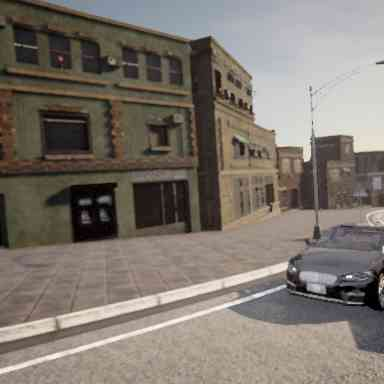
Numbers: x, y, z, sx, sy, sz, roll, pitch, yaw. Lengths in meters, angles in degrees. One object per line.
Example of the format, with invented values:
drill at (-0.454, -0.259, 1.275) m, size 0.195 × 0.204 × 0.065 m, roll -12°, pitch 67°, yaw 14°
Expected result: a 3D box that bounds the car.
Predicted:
car at (4.089, 1.536, 8.057) m, size 4.902 × 1.511 × 2.128 m, roll -1°, pitch -1°, yaw -45°
